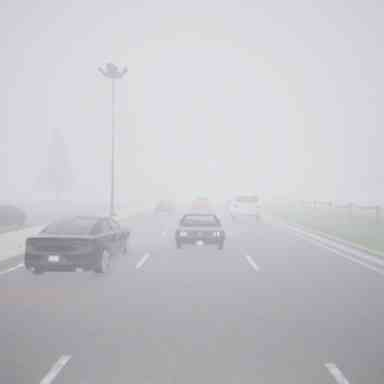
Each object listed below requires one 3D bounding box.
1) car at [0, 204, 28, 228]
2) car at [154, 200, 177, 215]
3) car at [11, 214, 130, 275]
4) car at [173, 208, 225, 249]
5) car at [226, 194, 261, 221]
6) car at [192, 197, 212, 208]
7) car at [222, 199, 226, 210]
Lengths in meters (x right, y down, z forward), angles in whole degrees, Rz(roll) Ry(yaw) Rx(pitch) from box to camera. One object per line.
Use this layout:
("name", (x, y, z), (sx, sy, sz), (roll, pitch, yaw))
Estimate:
("car", (-11.222, 1.425, 19.055), (1.812, 1.442, 4.674), (0, 2, 1))
("car", (-2.567, 1.455, 32.985), (2.033, 1.411, 5.357), (0, 0, 2))
("car", (-3.240, 1.429, 10.381), (1.882, 1.535, 5.008), (0, 0, 1))
("car", (0.333, 1.571, 14.399), (1.895, 1.301, 4.718), (0, 0, 1))
("car", (4.208, 1.195, 27.035), (2.150, 2.045, 5.566), (0, 0, 3))
("car", (1.076, 1.280, 36.021), (2.097, 1.767, 4.553), (0, 0, 2))
("car", (4.773, 1.473, 40.696), (1.812, 1.442, 4.674), (0, 0, 3))
